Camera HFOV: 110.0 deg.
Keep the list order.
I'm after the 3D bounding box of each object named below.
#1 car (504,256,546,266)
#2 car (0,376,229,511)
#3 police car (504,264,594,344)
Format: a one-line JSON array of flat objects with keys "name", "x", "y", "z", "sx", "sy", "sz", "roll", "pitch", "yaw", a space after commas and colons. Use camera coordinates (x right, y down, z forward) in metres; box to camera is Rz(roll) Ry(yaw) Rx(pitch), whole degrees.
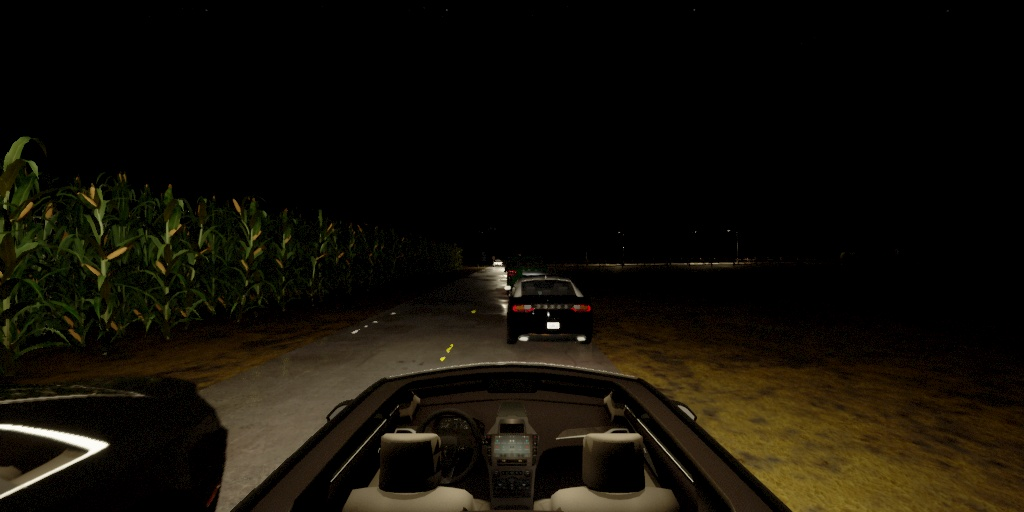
[{"name": "car", "x": 0.809, "y": 0.999, "z": 19.629, "sx": 2.150, "sy": 2.045, "sz": 5.566, "roll": 0, "pitch": 0, "yaw": 0}, {"name": "car", "x": -2.745, "y": 1.254, "z": 0.287, "sx": 1.837, "sy": 1.490, "sz": 4.892, "roll": 0, "pitch": 0, "yaw": 0}, {"name": "police car", "x": 0.818, "y": 1.181, "z": 9.707, "sx": 1.930, "sy": 1.638, "sz": 5.238, "roll": 0, "pitch": 0, "yaw": 0}]
